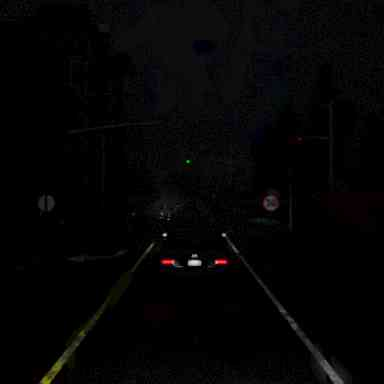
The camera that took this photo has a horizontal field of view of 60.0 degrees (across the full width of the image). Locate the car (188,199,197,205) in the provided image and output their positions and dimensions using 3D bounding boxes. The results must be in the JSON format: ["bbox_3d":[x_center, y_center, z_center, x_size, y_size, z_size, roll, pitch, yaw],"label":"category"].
[{"bbox_3d":[0.095,2.011,68.665,1.895,1.301,4.718,0,0,0],"label":"car"}]

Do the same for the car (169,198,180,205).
[{"bbox_3d":[-3.507,1.952,67.899,2.033,1.411,5.357,0,0,0],"label":"car"}]

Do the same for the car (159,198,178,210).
[{"bbox_3d":[-3.599,1.774,47.316,2.128,1.511,4.902,0,0,0],"label":"car"}]

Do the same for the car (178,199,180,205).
[{"bbox_3d":[-3.584,1.942,57.251,1.895,1.301,4.718,0,0,0],"label":"car"}]

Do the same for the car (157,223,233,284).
[{"bbox_3d":[0.068,1.606,9.745,2.033,1.411,5.357,0,0,0],"label":"car"}]
